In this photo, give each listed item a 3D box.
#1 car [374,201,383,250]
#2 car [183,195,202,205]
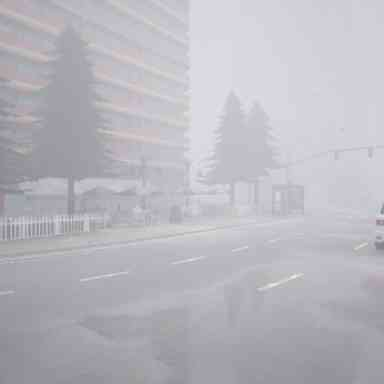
[{"bbox_3d":[8.984,1.256,13.425,2.150,2.045,5.566,0,0,40],"label":"car"},{"bbox_3d":[-1.323,1.573,55.896,4.902,1.511,2.128,0,0,40],"label":"car"}]
